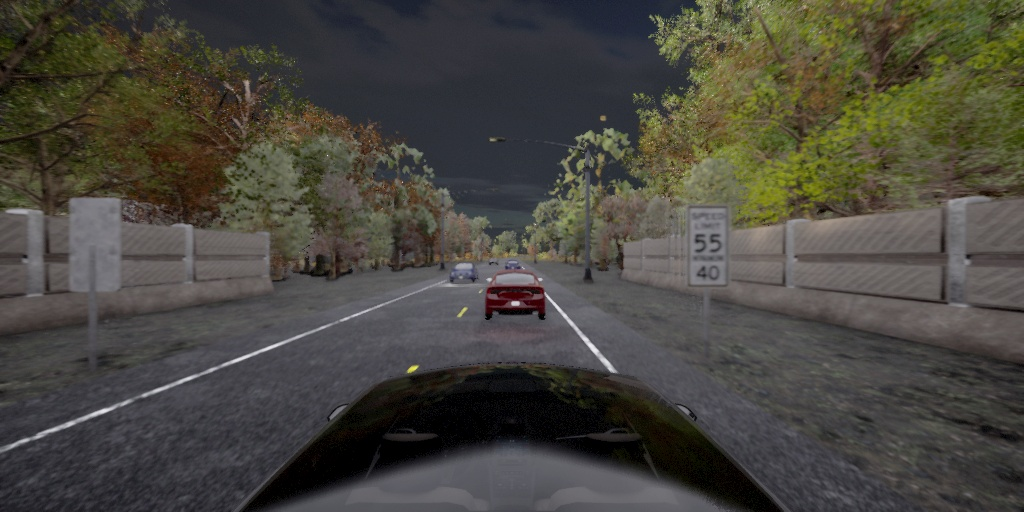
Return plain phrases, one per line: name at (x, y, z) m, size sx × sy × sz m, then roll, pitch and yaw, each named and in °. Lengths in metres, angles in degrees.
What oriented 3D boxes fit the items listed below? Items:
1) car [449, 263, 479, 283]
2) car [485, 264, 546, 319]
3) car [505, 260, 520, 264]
car at (-3.593, 1.236, 27.560) m, size 1.812 × 1.442 × 4.674 m, roll 0°, pitch 0°, yaw 0°
car at (0.102, 1.214, 12.798) m, size 1.882 × 1.535 × 5.008 m, roll 0°, pitch 0°, yaw 0°
car at (0.100, 1.193, 43.945) m, size 1.812 × 1.442 × 4.674 m, roll 0°, pitch 0°, yaw 0°
